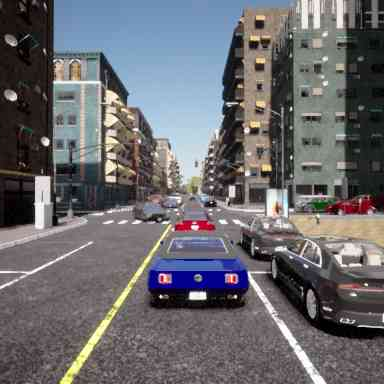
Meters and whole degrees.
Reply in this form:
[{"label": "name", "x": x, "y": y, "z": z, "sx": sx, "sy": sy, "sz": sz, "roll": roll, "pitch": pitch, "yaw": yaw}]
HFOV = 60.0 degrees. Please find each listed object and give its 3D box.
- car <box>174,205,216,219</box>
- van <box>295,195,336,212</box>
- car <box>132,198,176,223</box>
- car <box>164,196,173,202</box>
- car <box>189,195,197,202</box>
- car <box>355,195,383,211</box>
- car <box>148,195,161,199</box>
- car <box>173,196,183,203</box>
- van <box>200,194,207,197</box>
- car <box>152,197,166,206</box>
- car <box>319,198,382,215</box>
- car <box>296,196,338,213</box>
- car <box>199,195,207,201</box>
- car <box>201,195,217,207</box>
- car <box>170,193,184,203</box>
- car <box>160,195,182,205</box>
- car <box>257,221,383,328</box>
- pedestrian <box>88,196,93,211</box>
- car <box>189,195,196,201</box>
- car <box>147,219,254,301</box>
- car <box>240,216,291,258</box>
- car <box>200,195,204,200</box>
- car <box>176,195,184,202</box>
[{"label": "car", "x": 0.133, "y": 1.570, "z": 17.149, "sx": 1.994, "sy": 1.385, "sz": 4.181, "roll": 0, "pitch": 0, "yaw": 0}, {"label": "van", "x": 13.848, "y": 1.296, "z": 37.459, "sx": 3.998, "sy": 1.788, "sz": 1.690, "roll": 0, "pitch": 0, "yaw": 1}, {"label": "car", "x": -3.305, "y": 1.521, "z": 26.049, "sx": 2.033, "sy": 1.411, "sz": 5.357, "roll": 0, "pitch": 1, "yaw": -22}, {"label": "car", "x": -5.502, "y": 1.598, "z": 78.578, "sx": 1.947, "sy": 1.339, "sz": 4.313, "roll": 1, "pitch": 0, "yaw": 0}, {"label": "car", "x": 0.179, "y": 1.558, "z": 79.712, "sx": 2.128, "sy": 1.511, "sz": 4.902, "roll": 0, "pitch": 0, "yaw": 0}, {"label": "car", "x": 19.375, "y": 1.228, "z": 37.407, "sx": 5.009, "sy": 1.841, "sz": 2.192, "roll": 0, "pitch": 0, "yaw": 1}, {"label": "car", "x": -5.561, "y": 1.334, "z": 50.722, "sx": 2.192, "sy": 1.841, "sz": 5.009, "roll": 1, "pitch": 0, "yaw": 0}, {"label": "car", "x": -2.854, "y": 1.591, "z": 68.590, "sx": 1.994, "sy": 1.385, "sz": 4.181, "roll": 0, "pitch": 0, "yaw": 0}, {"label": "van", "x": 2.880, "y": 1.373, "z": 78.520, "sx": 1.690, "sy": 1.788, "sz": 3.998, "roll": 1, "pitch": 0, "yaw": 0}, {"label": "car", "x": -5.552, "y": 1.566, "z": 56.294, "sx": 1.887, "sy": 1.381, "sz": 4.507, "roll": 1, "pitch": 0, "yaw": 0}, {"label": "car", "x": 13.768, "y": 1.413, "z": 29.077, "sx": 4.206, "sy": 1.307, "sz": 1.802, "roll": 0, "pitch": 0, "yaw": 1}, {"label": "car", "x": 13.413, "y": 1.272, "z": 34.879, "sx": 4.553, "sy": 1.767, "sz": 2.097, "roll": 0, "pitch": -1, "yaw": 1}, {"label": "car", "x": 2.903, "y": 1.582, "z": 89.661, "sx": 1.887, "sy": 1.381, "sz": 4.507, "roll": 1, "pitch": 0, "yaw": 0}, {"label": "car", "x": 2.815, "y": 1.585, "z": 50.664, "sx": 1.947, "sy": 1.339, "sz": 4.313, "roll": 1, "pitch": 0, "yaw": 0}, {"label": "car", "x": -2.946, "y": 1.244, "z": 58.648, "sx": 2.150, "sy": 2.045, "sz": 5.566, "roll": 0, "pitch": 0, "yaw": 1}, {"label": "car", "x": -2.993, "y": 1.566, "z": 48.647, "sx": 2.033, "sy": 1.411, "sz": 5.357, "roll": 0, "pitch": 0, "yaw": 1}, {"label": "car", "x": 2.846, "y": 1.553, "z": 6.901, "sx": 2.008, "sy": 1.369, "sz": 4.403, "roll": 1, "pitch": 0, "yaw": 0}, {"label": "pedestrian", "x": -12.437, "y": 1.348, "z": 40.663, "sx": 0.375, "sy": 1.860, "sz": 0.375, "roll": 0, "pitch": 0, "yaw": 1}, {"label": "car", "x": 0.203, "y": 1.562, "z": 90.095, "sx": 1.812, "sy": 1.442, "sz": 4.674, "roll": 0, "pitch": 0, "yaw": 0}, {"label": "car", "x": 0.118, "y": 1.603, "z": 8.286, "sx": 1.895, "sy": 1.301, "sz": 4.718, "roll": 0, "pitch": 0, "yaw": 0}, {"label": "car", "x": 2.858, "y": 1.555, "z": 12.471, "sx": 2.008, "sy": 1.369, "sz": 4.403, "roll": 1, "pitch": 0, "yaw": 0}, {"label": "car", "x": 2.827, "y": 1.604, "z": 56.234, "sx": 1.802, "sy": 1.307, "sz": 4.206, "roll": 1, "pitch": 0, "yaw": 0}, {"label": "car", "x": -2.822, "y": 1.533, "z": 78.999, "sx": 1.837, "sy": 1.490, "sz": 4.892, "roll": 0, "pitch": 0, "yaw": 0}]
